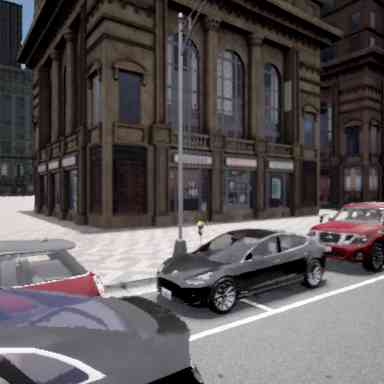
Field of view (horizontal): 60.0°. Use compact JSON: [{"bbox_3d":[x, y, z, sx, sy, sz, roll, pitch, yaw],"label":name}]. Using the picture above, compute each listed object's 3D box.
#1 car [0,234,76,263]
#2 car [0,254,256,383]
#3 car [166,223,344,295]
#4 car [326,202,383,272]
[{"bbox_3d":[-3.272,1.442,4.311,4.097,1.590,1.967,0,0,-35],"label":"car"},{"bbox_3d":[-2.176,1.495,1.826,4.902,1.511,2.128,0,0,-35],"label":"car"},{"bbox_3d":[1.290,1.543,7.563,4.313,1.339,1.947,0,0,-35],"label":"car"},{"bbox_3d":[5.852,1.268,10.813,5.009,1.841,2.192,0,0,-35],"label":"car"}]
